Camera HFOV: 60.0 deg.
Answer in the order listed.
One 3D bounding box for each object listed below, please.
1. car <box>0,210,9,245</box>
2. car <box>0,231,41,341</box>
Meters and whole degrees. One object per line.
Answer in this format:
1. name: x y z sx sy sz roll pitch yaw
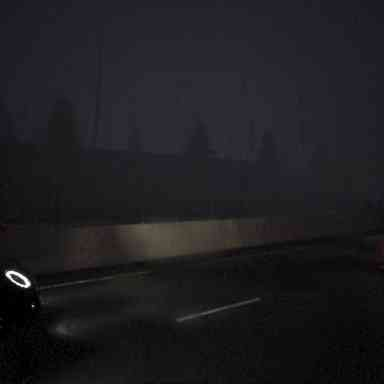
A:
1. car: -10.161 1.564 13.942 4.181 1.385 1.994 0 0 -35
2. car: -4.668 1.350 4.716 4.553 1.767 2.097 0 0 -35
